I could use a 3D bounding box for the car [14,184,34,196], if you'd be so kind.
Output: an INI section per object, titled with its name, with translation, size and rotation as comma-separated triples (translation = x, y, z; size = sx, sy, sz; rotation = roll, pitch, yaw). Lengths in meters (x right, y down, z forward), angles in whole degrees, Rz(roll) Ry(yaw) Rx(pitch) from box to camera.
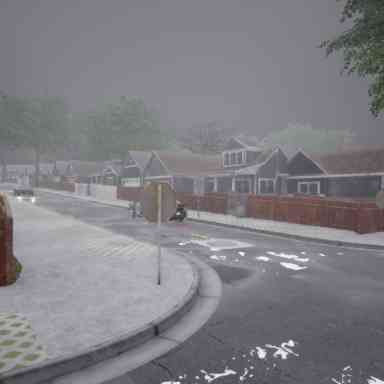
[car]
translation = -22.414, -0.313, 44.252
size = 1.882, 1.535, 5.008
rotation = 1, 2, -35

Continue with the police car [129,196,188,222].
[police car]
translation = -2.276, 0.918, 20.594
size = 1.930, 1.638, 5.238
rotation = 1, 1, -35
